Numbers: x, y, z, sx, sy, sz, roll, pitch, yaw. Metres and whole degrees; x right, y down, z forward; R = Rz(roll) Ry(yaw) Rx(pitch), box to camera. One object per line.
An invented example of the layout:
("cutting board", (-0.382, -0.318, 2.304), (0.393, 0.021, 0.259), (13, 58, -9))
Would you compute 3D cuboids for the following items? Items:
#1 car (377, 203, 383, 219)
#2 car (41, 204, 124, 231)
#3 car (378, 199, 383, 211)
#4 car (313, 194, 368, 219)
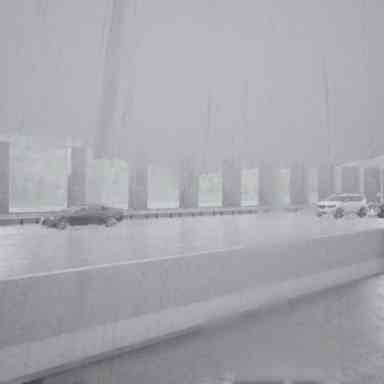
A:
("car", (17.280, 1.546, 27.572), (4.181, 1.385, 1.994), (0, 0, -31))
("car", (-6.661, 1.487, 20.572), (4.902, 1.511, 2.128), (0, 0, -34))
("car", (25.270, 1.522, 40.577), (5.357, 1.411, 2.033), (0, 0, -31))
("car", (13.037, 1.207, 29.090), (5.566, 2.045, 2.150), (0, 0, -32))
